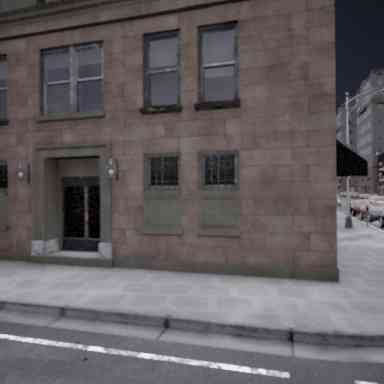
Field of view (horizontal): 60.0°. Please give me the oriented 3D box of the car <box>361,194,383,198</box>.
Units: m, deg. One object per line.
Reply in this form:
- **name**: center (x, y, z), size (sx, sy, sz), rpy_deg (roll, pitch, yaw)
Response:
- **car**: center (18.523, 1.174, 32.808), size (1.882, 1.535, 5.008), rpy_deg (-1, 0, 15)

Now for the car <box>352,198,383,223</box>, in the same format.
- **car**: center (12.902, 1.356, 23.177), size (2.008, 1.369, 4.403), rpy_deg (0, 0, 15)

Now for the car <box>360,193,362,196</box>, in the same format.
- **car**: center (31.447, 0.990, 58.220), size (1.947, 1.339, 4.313), rpy_deg (0, 0, 15)

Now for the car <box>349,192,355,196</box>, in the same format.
- **car**: center (34.398, 0.902, 68.881), size (1.947, 1.339, 4.313), rpy_deg (0, 0, 15)

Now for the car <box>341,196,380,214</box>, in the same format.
- **car**: center (14.377, 1.308, 28.506), size (1.887, 1.381, 4.507), rpy_deg (0, 0, 15)

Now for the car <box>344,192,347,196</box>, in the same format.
- **car**: center (35.873, 0.733, 74.210), size (1.967, 1.590, 4.097), rpy_deg (0, 0, 15)

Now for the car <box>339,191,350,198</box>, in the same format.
- **car**: center (38.823, 0.647, 84.870), size (1.967, 1.590, 4.097), rpy_deg (0, 0, 15)

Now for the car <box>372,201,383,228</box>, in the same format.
- **car**: center (11.427, 1.414, 17.849), size (1.947, 1.339, 4.313), rpy_deg (0, 0, 15)

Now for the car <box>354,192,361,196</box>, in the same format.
- **car**: center (32.922, 0.962, 63.551), size (1.802, 1.307, 4.206), rpy_deg (0, 0, 15)

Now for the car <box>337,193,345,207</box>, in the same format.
- **car**: center (18.757, 1.160, 44.329), size (1.752, 1.417, 4.829), rpy_deg (0, 0, 15)
